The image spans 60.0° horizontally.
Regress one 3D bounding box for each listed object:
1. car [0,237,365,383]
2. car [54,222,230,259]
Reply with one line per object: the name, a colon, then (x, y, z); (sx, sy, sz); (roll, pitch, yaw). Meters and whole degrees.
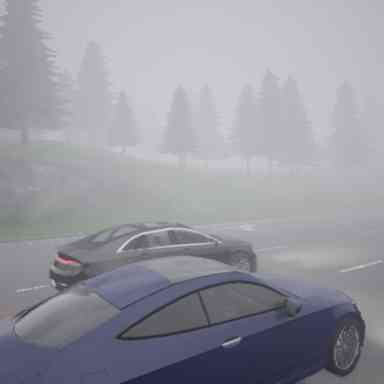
car: (0.067, 1.495, 3.797); (4.674, 1.442, 1.812); (-1, 1, -35)
car: (-0.621, 1.438, 7.602); (4.902, 1.511, 2.128); (-1, 1, -35)
